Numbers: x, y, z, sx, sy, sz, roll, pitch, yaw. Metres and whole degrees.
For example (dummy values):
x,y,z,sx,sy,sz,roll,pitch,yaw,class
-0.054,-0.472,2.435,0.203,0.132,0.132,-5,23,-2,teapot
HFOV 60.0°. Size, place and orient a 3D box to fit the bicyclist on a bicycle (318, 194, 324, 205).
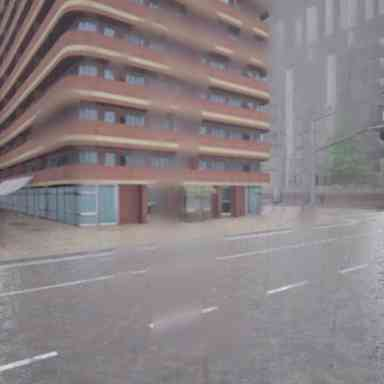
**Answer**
x,y,z,sx,sy,sz,roll,pitch,yaw,class
18.904,1.152,48.673,1.656,1.620,0.582,-1,0,-37,bicyclist on a bicycle
